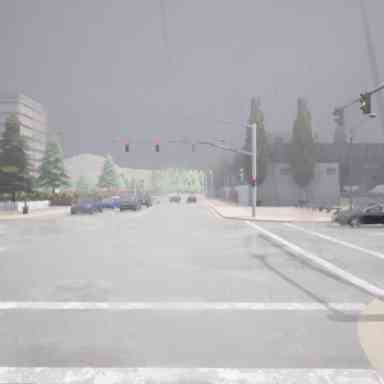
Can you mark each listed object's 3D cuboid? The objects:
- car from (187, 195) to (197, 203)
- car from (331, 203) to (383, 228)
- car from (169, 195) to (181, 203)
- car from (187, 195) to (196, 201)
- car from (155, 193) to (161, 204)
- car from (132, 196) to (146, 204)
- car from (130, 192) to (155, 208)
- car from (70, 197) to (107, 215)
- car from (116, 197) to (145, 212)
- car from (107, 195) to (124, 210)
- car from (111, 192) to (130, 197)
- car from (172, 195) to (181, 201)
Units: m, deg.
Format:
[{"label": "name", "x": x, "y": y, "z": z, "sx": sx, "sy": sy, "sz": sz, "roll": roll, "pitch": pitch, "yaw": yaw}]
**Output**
[{"label": "car", "x": -0.034, "y": 1.452, "z": 66.473, "sx": 1.882, "sy": 1.535, "sz": 5.008, "roll": 0, "pitch": 0, "yaw": 0}, {"label": "car", "x": 11.537, "y": 1.483, "z": 21.338, "sx": 4.902, "sy": 1.511, "sz": 2.128, "roll": 0, "pitch": 0, "yaw": -1}, {"label": "car", "x": -3.534, "y": 1.480, "z": 66.471, "sx": 1.837, "sy": 1.490, "sz": 4.892, "roll": 0, "pitch": 0, "yaw": 0}, {"label": "car", "x": -0.040, "y": 1.378, "z": 76.843, "sx": 1.994, "sy": 1.385, "sz": 4.181, "roll": 0, "pitch": 0, "yaw": 0}, {"label": "car", "x": -7.077, "y": 1.199, "z": 61.487, "sx": 2.150, "sy": 2.045, "sz": 5.566, "roll": 0, "pitch": 0, "yaw": 0}, {"label": "car", "x": -10.550, "y": 1.538, "z": 66.474, "sx": 1.994, "sy": 1.385, "sz": 4.181, "roll": 0, "pitch": 0, "yaw": 0}, {"label": "car", "x": -7.100, "y": 1.203, "z": 48.403, "sx": 2.150, "sy": 2.045, "sz": 5.566, "roll": 0, "pitch": 0, "yaw": 0}, {"label": "car", "x": -10.675, "y": 1.339, "z": 33.973, "sx": 2.097, "sy": 1.767, "sz": 4.553, "roll": 0, "pitch": 0, "yaw": 2}, {"label": "car", "x": -7.104, "y": 1.586, "z": 38.665, "sx": 1.895, "sy": 1.301, "sz": 4.718, "roll": 0, "pitch": 0, "yaw": 0}, {"label": "car", "x": -10.613, "y": 1.461, "z": 43.108, "sx": 1.882, "sy": 1.535, "sz": 5.008, "roll": 0, "pitch": 0, "yaw": 0}, {"label": "car", "x": -10.612, "y": 1.333, "z": 51.624, "sx": 2.097, "sy": 1.767, "sz": 4.553, "roll": 0, "pitch": 0, "yaw": 0}, {"label": "car", "x": -3.540, "y": 1.378, "z": 76.841, "sx": 1.994, "sy": 1.385, "sz": 4.181, "roll": 0, "pitch": 0, "yaw": 0}]
